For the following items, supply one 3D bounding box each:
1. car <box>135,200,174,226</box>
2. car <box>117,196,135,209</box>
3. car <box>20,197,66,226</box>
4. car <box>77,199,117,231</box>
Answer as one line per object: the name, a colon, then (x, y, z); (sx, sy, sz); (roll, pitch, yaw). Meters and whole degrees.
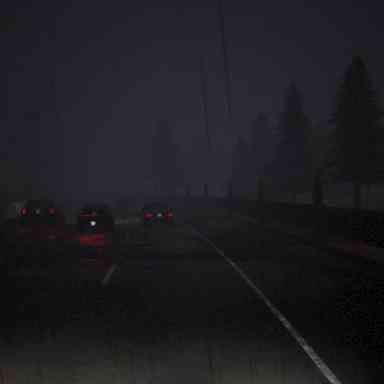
car: (-2.412, 1.375, 21.711); (2.033, 1.411, 5.357); (0, 0, -12)
car: (-7.954, 1.174, 39.722); (1.882, 1.535, 5.008); (0, 0, -21)
car: (-9.698, 1.197, 22.024); (2.097, 1.767, 4.553); (0, 0, -12)
car: (-5.621, 1.358, 19.696); (1.837, 1.490, 4.892); (0, 0, -11)
